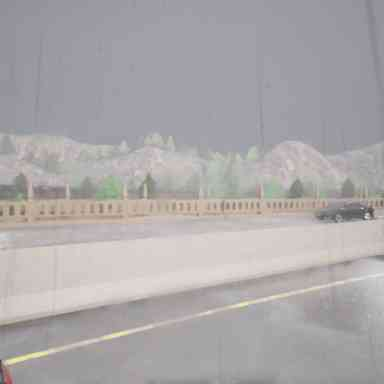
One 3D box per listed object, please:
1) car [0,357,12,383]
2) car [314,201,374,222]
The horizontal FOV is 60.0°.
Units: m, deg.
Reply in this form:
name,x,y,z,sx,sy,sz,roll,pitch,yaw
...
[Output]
name,x,y,z,sx,sy,sz,roll,pitch,yaw
car,-3.685,1.200,1.026,5.566,2.045,2.150,0,0,-37
car,11.738,1.480,25.681,4.892,1.490,1.837,0,0,-22
